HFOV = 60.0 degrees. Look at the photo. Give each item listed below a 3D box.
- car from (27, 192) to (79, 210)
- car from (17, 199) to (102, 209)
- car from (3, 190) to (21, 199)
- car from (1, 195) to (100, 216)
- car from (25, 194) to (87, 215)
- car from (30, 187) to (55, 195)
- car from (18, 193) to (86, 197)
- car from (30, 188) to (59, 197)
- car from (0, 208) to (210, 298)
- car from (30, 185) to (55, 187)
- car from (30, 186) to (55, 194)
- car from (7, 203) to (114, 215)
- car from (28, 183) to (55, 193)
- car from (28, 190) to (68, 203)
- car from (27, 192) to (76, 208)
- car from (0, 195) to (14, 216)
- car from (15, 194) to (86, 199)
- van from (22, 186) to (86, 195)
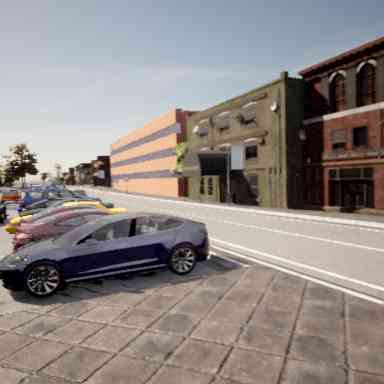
[{"bbox_3d":[-14.039,0.906,33.588,4.674,1.452,2.002,-3,3,-25],"label":"car"},{"bbox_3d":[-4.309,1.218,13.172,4.674,1.452,2.002,-3,2,-25],"label":"car"},{"bbox_3d":[-23.852,0.516,44.086,2.097,1.767,4.553,-3,3,-25],"label":"car"},{"bbox_3d":[-5.690,1.148,15.643,5.366,1.575,1.946,-3,2,-25],"label":"car"},{"bbox_3d":[-11.601,1.005,28.476,4.674,1.452,2.002,-3,2,-25],"label":"car"},{"bbox_3d":[-31.076,-0.284,69.282,4.674,1.452,2.002,-3,3,-25],"label":"car"},{"bbox_3d":[-7.959,1.072,20.821,5.008,1.535,2.097,-3,2,-25],"label":"car"},{"bbox_3d":[-26.208,0.057,59.086,4.674,1.452,2.002,-3,3,-25],"label":"car"},{"bbox_3d":[-1.901,1.280,8.058,4.792,1.488,2.163,-3,2,-25],"label":"car"},{"bbox_3d":[-17.724,0.490,41.223,4.553,1.767,2.185,-3,3,-25],"label":"car"},{"bbox_3d":[-33.508,-0.497,74.378,5.008,1.535,2.097,-3,3,-25],"label":"car"},{"bbox_3d":[-3.093,1.254,10.621,4.674,1.452,2.002,-3,2,-25],"label":"car"},{"bbox_3d":[-35.929,-0.927,79.474,5.566,2.045,2.435,-3,3,-25],"label":"car"},{"bbox_3d":[-18.911,0.569,43.792,4.674,1.452,2.002,-3,3,-25],"label":"car"},{"bbox_3d":[-15.255,0.825,36.148,4.674,1.452,2.002,-3,3,-25],"label":"car"},{"bbox_3d":[-13.107,1.234,21.599,2.128,1.511,4.902,-3,2,-25],"label":"car"},{"bbox_3d":[-6.734,1.107,18.276,5.008,1.535,2.097,-3,2,-25],"label":"car"},{"bbox_3d":[-10.498,0.780,25.868,4.442,1.987,1.878,-3,2,-25],"label":"van"}]
